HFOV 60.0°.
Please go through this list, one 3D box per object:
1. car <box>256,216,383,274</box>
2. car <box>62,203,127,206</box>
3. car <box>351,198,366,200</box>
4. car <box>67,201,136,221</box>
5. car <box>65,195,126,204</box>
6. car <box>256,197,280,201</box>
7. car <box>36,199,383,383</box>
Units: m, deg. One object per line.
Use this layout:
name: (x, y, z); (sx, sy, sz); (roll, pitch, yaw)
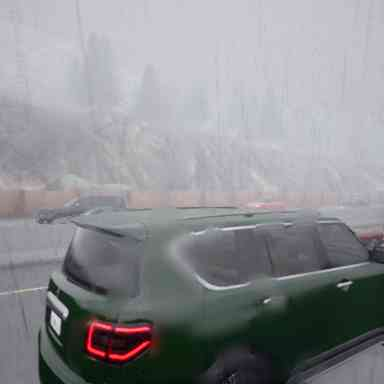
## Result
car: (4.531, 1.605, 11.267); (4.718, 1.301, 1.895); (0, 0, -35)
car: (-4.943, 1.529, 17.661); (4.674, 1.442, 1.812); (0, 0, -35)
car: (25.506, 1.569, 51.540); (5.357, 1.411, 2.033); (0, 0, -33)
car: (-7.688, 1.553, 28.599); (5.357, 1.411, 2.033); (0, 0, -35)
car: (-6.633, 1.227, 20.757); (5.566, 2.045, 2.150); (0, 0, -35)
car: (7.710, 1.363, 35.213); (4.553, 1.767, 2.097); (0, 0, -35)
car: (0.997, 1.223, 4.455); (5.566, 2.045, 2.150); (0, 0, -36)
